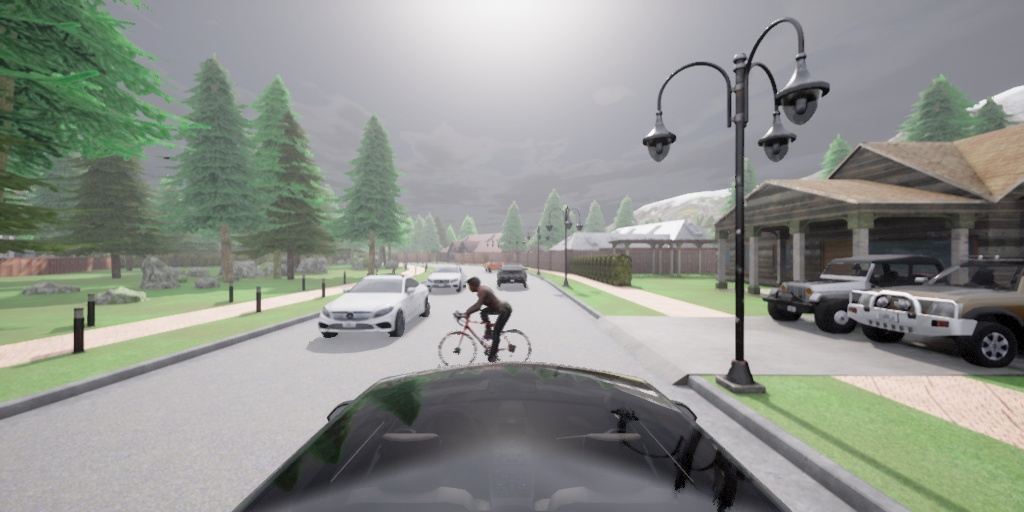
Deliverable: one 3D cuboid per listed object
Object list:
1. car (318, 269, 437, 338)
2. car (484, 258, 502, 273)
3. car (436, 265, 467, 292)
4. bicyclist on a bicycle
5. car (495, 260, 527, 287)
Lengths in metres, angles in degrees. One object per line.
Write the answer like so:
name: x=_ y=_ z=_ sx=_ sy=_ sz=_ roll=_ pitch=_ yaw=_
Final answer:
car: x=-3.641 y=1.264 z=10.326 sx=1.812 sy=1.442 sz=4.674 roll=0 pitch=0 yaw=0
car: x=-2.071 y=1.046 z=43.362 sx=2.097 sy=1.767 sz=4.553 roll=0 pitch=0 yaw=-12
car: x=-3.722 y=1.250 z=20.988 sx=1.812 sy=1.442 sz=4.674 roll=0 pitch=0 yaw=-1
bicyclist on a bicycle: x=-0.495 y=1.193 z=6.337 sx=1.656 sy=1.620 sz=0.582 roll=-2 pitch=0 yaw=0
car: x=-0.031 y=1.225 z=23.993 sx=1.837 sy=1.490 sz=4.892 roll=0 pitch=0 yaw=-1
